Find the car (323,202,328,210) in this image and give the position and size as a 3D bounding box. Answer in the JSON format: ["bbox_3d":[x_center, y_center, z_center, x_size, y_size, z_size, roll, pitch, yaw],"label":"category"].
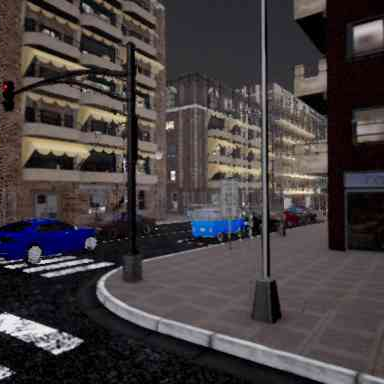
[{"bbox_3d":[26.712,2.921,69.260,2.192,1.841,5.009,-2,-2,35],"label":"car"}]

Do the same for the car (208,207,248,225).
[{"bbox_3d":[3.586,2.272,32.170,1.812,1.442,4.674,-1,-1,35],"label":"car"}]

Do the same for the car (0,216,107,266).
[{"bbox_3d":[-5.759,1.789,13.108,1.882,1.535,5.008,-2,-2,21],"label":"car"}]

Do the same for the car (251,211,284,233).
[{"bbox_3d":[4.694,2.140,23.813,1.947,1.339,4.313,-2,-2,35],"label":"car"}]

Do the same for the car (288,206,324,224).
[{"bbox_3d":[11.107,2.337,32.847,2.008,1.369,4.403,-2,-2,35],"label":"car"}]

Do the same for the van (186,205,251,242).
[{"bbox_3d":[1.623,1.807,19.205,1.690,1.788,3.998,-2,-2,35],"label":"van"}]

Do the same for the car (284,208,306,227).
[{"bbox_3d":[7.900,2.262,28.329,1.802,1.307,4.206,-2,-2,35],"label":"car"}]

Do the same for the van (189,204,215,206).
[{"bbox_3d":[1.060,2.097,33.124,1.690,1.788,3.998,-2,-2,35],"label":"van"}]

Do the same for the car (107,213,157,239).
[{"bbox_3d":[-4.406,2.029,20.967,2.033,1.411,5.357,-1,-1,32],"label":"car"}]

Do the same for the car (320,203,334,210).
[{"bbox_3d":[29.922,3.256,73.770,1.887,1.381,4.507,-2,-2,35],"label":"car"}]

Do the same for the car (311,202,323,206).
[{"bbox_3d":[23.509,3.082,64.735,1.802,1.307,4.206,-2,-2,35],"label":"car"}]
